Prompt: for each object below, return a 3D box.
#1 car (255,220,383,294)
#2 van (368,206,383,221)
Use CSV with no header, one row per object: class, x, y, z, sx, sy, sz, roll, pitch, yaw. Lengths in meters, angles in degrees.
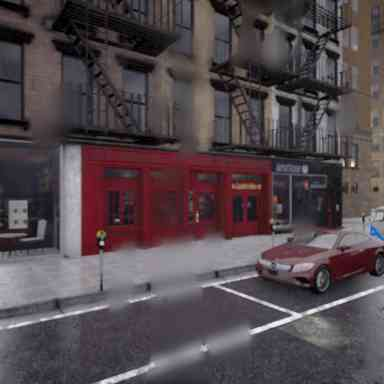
car,3.527,1.579,8.716,4.206,1.307,1.802,0,0,-36
van,7.927,1.336,11.856,3.998,1.788,1.690,0,0,-36
